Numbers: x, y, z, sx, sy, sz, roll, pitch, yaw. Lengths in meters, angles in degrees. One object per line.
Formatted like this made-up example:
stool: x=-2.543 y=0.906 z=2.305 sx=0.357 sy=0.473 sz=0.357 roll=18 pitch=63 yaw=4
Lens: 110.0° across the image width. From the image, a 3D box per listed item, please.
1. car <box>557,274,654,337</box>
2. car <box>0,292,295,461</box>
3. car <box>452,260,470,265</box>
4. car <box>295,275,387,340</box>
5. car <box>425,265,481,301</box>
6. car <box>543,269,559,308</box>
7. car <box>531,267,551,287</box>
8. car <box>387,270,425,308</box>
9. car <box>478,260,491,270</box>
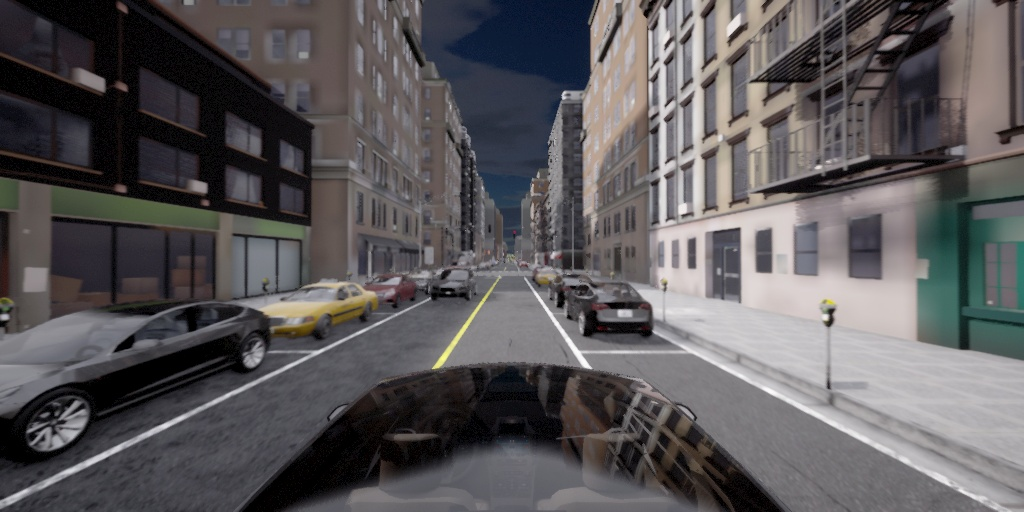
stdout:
car: x=2.640 y=1.397 z=10.448 sx=1.948 sy=1.339 sz=4.313 roll=0 pitch=0 yaw=0
car: x=-5.386 y=1.347 z=5.046 sx=1.948 sy=1.339 sz=4.313 roll=0 pitch=0 yaw=0
car: x=-5.380 y=1.386 z=37.522 sx=2.192 sy=1.841 sz=5.009 roll=0 pitch=0 yaw=0
car: x=-5.385 y=1.357 z=10.288 sx=1.751 sy=1.417 sz=4.829 roll=0 pitch=0 yaw=0
car: x=-2.844 y=1.409 z=18.394 sx=1.837 sy=1.490 sz=4.892 roll=0 pitch=-1 yaw=0
car: x=2.641 y=1.447 z=15.860 sx=1.948 sy=1.339 sz=4.313 roll=0 pitch=0 yaw=0
car: x=2.643 y=1.502 z=26.856 sx=1.751 sy=1.417 sz=4.829 roll=0 pitch=0 yaw=0
car: x=-5.384 y=1.463 z=15.871 sx=1.802 sy=1.307 sz=4.207 roll=0 pitch=0 yaw=0
car: x=-5.375 y=1.851 z=63.984 sx=2.007 sy=1.370 sz=4.403 roll=0 pitch=0 yaw=0
